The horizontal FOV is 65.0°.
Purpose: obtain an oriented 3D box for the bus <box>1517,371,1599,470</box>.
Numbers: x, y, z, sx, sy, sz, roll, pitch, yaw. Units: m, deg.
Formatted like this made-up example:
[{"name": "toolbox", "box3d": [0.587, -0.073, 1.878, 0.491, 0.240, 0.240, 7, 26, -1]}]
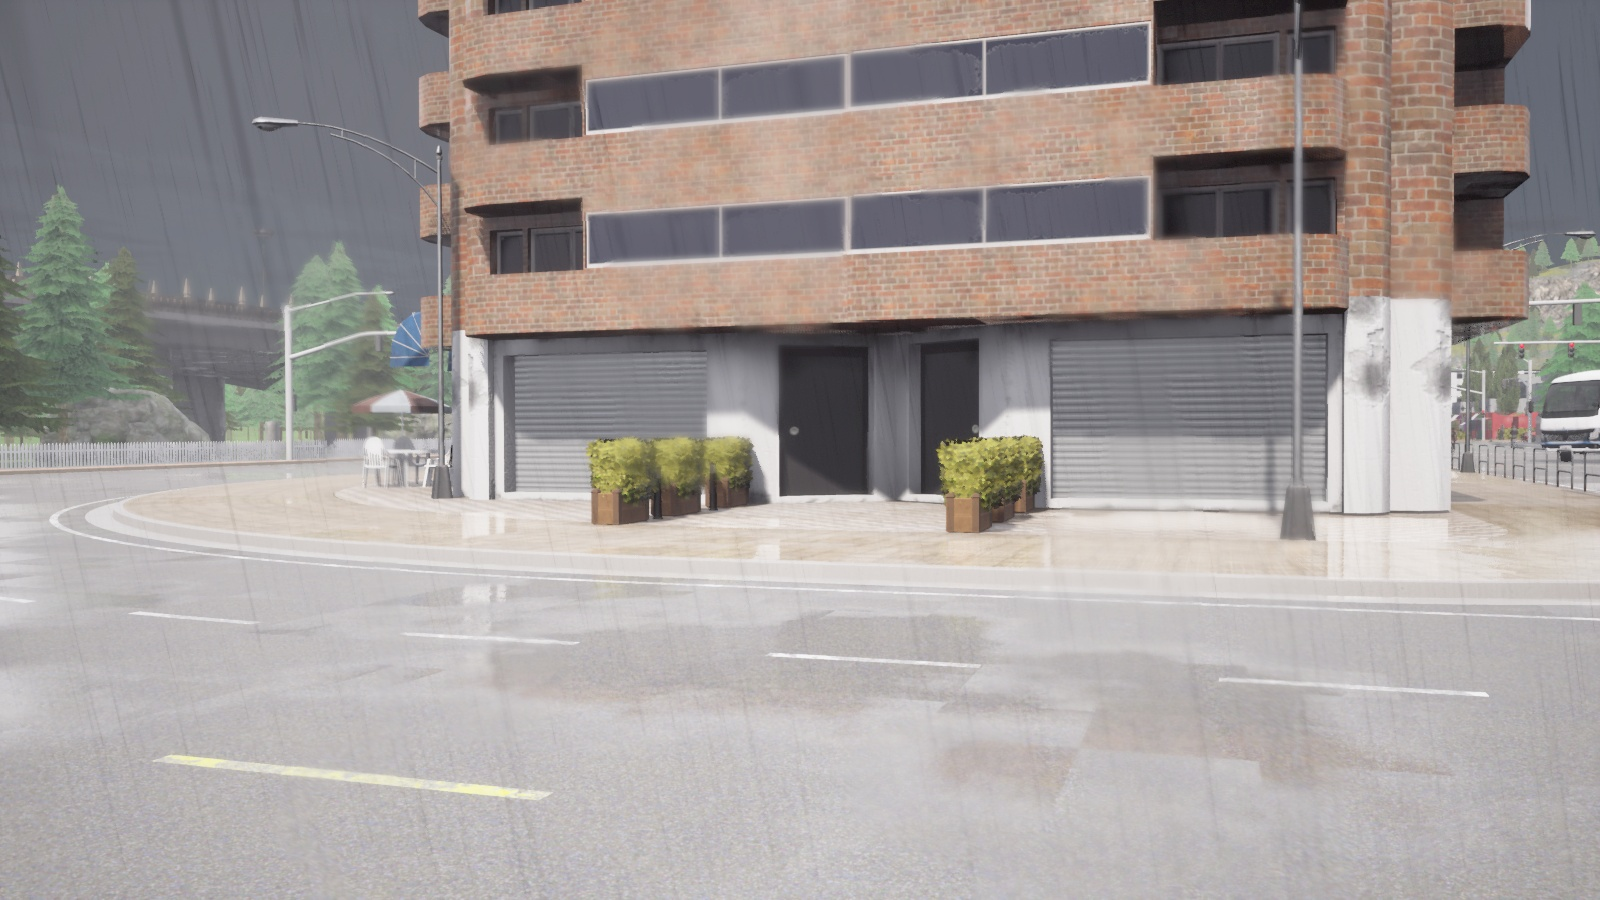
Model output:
[{"name": "bus", "box3d": [38.666, -1.271, 57.565, 10.273, 4.253, 3.944, 0, -1, -15]}]
